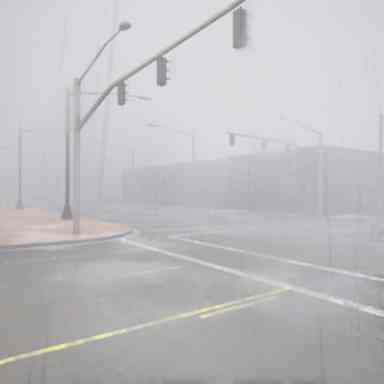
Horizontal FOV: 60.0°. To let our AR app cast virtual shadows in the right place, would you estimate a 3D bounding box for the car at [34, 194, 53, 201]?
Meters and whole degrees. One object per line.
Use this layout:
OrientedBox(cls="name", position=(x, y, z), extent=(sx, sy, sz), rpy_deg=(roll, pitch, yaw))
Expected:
OrientedBox(cls="car", position=(-37.165, 1.369, 83.187), extent=(4.553, 1.767, 2.097), rpy_deg=(0, 0, 20))
